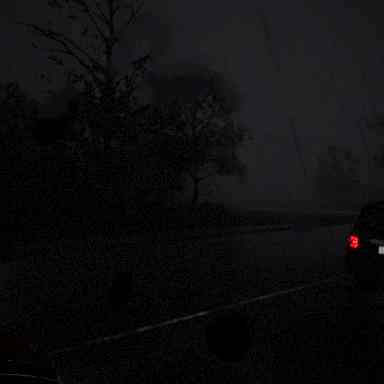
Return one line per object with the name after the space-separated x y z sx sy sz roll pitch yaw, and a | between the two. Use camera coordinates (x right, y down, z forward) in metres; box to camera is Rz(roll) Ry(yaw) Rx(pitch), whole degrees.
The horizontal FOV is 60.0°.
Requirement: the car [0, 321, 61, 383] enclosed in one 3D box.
-2.974 1.353 1.587 4.553 1.767 2.097 0 0 -36 | car

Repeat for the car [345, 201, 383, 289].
5.918 1.218 7.882 5.566 2.045 2.150 0 0 -35 | car
